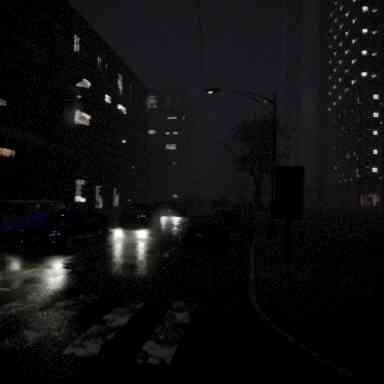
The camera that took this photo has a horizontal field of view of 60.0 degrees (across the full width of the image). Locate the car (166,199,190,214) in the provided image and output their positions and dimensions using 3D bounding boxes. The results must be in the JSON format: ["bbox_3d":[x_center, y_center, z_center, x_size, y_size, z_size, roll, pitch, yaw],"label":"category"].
[{"bbox_3d":[-1.856,1.656,33.558,1.994,1.385,4.181,1,0,10],"label":"car"}]

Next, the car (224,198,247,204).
[{"bbox_3d":[5.434,1.827,41.585,2.008,1.369,4.403,2,0,10],"label":"car"}]

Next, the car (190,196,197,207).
[{"bbox_3d":[-0.895,1.756,54.006,1.947,1.339,4.313,2,0,10],"label":"car"}]

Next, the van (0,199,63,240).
[{"bbox_3d":[-7.619,1.247,15.606,1.690,1.788,3.998,2,0,10],"label":"van"}]

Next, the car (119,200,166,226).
[{"bbox_3d":[-3.580,1.498,23.732,1.882,1.535,5.008,1,0,10],"label":"car"}]

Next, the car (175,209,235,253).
[{"bbox_3d":[0.625,1.640,14.157,1.947,1.339,4.313,2,0,10],"label":"car"}]

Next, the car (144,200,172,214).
[{"bbox_3d":[-3.780,1.633,37.548,1.947,1.339,4.313,2,0,10],"label":"car"}]

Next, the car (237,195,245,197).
[{"bbox_3d":[11.205,1.762,76.243,2.150,2.045,5.566,1,0,10],"label":"car"}]

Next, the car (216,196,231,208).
[{"bbox_3d":[5.452,1.687,56.772,2.097,1.767,4.553,1,0,11],"label":"car"}]

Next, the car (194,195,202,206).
[{"bbox_3d":[0.039,1.756,59.324,1.752,1.417,4.829,2,0,10],"label":"car"}]

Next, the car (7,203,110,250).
[{"bbox_3d":[-5.232,1.429,14.333,1.882,1.535,5.008,1,0,10],"label":"car"}]

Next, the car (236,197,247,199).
[{"bbox_3d":[7.388,1.886,52.725,1.752,1.417,4.829,2,0,10],"label":"car"}]

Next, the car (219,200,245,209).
[{"bbox_3d":[3.511,1.745,30.613,2.008,1.369,4.403,2,0,10],"label":"car"}]

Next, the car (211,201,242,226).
[{"bbox_3d":[2.549,1.699,25.127,1.887,1.381,4.507,2,0,10],"label":"car"}]

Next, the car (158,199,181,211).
[{"bbox_3d":[-2.818,1.658,43.034,2.008,1.369,4.403,2,0,10],"label":"car"}]

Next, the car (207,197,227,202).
[{"bbox_3d":[3.768,1.767,47.135,1.837,1.490,4.892,1,0,10],"label":"car"}]
